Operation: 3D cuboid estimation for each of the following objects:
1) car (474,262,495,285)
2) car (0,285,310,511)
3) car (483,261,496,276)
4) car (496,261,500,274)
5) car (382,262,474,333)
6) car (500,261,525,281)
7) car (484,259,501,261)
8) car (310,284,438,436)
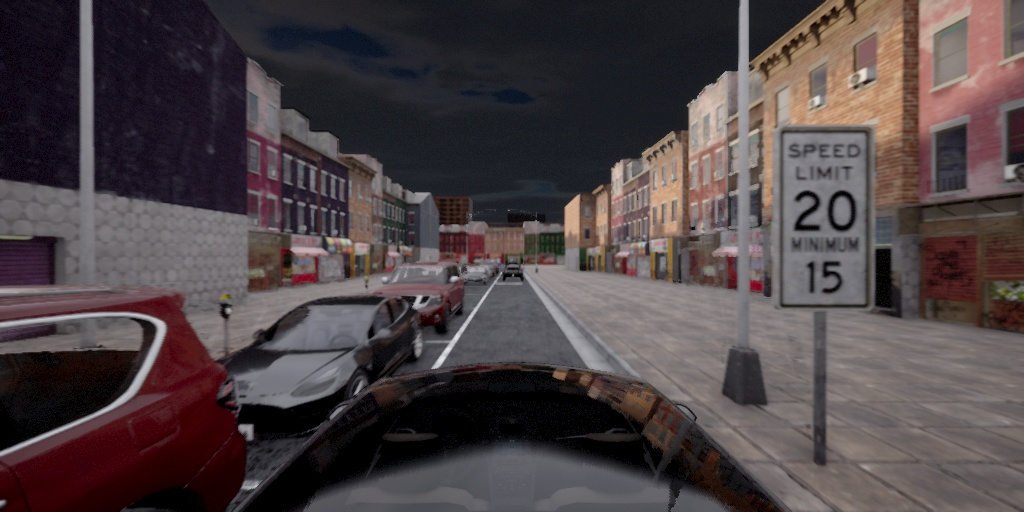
[{"bbox_3d":[-2.646,1.414,27.325,2.007,1.370,4.403,0,0,0],"label":"car"},{"bbox_3d":[-2.637,1.059,0.192,2.192,1.841,5.009,0,0,0],"label":"car"},{"bbox_3d":[-2.647,1.415,32.582,1.751,1.417,4.829,0,0,0],"label":"car"},{"bbox_3d":[-2.649,1.482,38.179,1.948,1.339,4.313,0,0,0],"label":"car"},{"bbox_3d":[-2.641,1.103,11.045,2.192,1.841,5.009,0,0,0],"label":"car"},{"bbox_3d":[0.093,1.390,32.297,1.837,1.490,4.892,0,-1,0],"label":"car"},{"bbox_3d":[-2.651,1.257,43.605,2.192,1.841,5.009,0,0,0],"label":"car"},{"bbox_3d":[-2.639,1.332,5.618,1.948,1.339,4.313,0,0,0],"label":"car"}]
